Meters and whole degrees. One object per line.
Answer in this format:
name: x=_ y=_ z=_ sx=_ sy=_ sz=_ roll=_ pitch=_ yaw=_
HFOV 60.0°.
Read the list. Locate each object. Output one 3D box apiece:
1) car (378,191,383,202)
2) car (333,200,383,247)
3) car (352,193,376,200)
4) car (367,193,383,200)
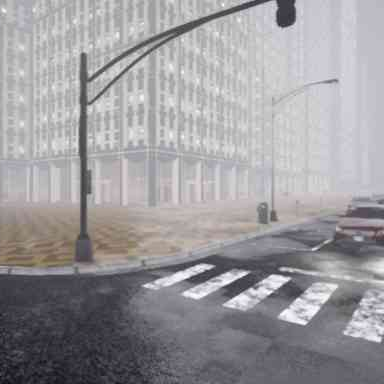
car: x=27.387 y=0.593 z=46.489 sx=1.887 sy=1.381 sz=4.507 roll=1 pitch=2 yaw=35
car: x=6.833 y=1.244 z=12.885 sx=1.812 sy=1.442 sz=4.674 roll=0 pitch=1 yaw=35
car: x=14.363 y=0.997 z=28.029 sx=1.947 sy=1.339 sz=4.313 roll=1 pitch=2 yaw=35
car: x=12.610 y=1.052 z=21.070 sx=1.837 sy=1.490 sz=4.892 roll=0 pitch=1 yaw=35
